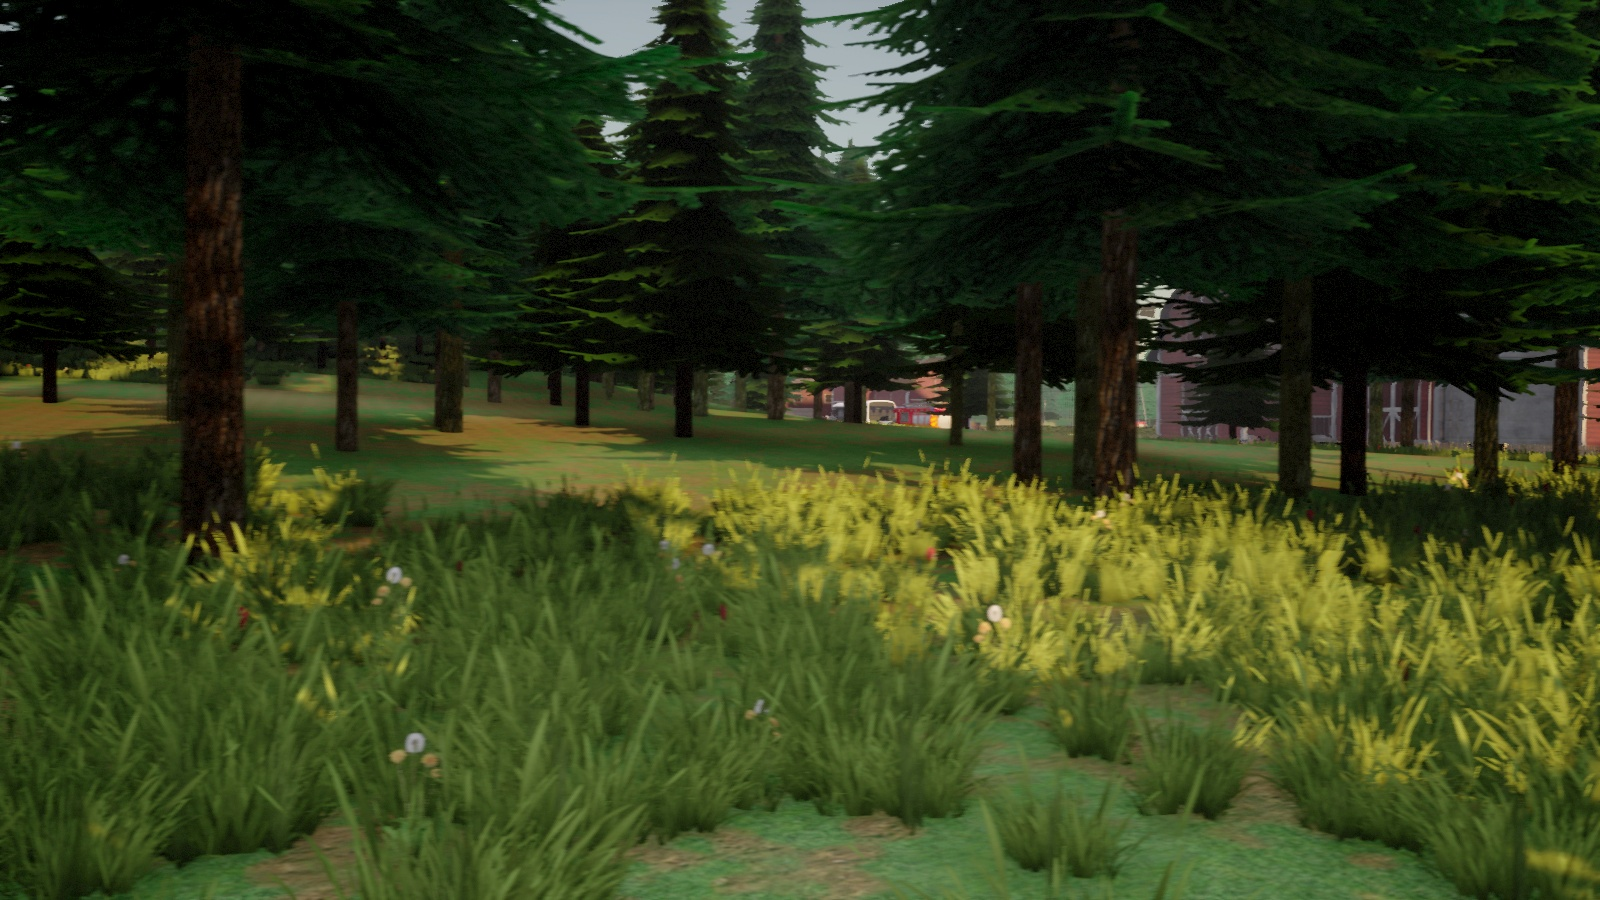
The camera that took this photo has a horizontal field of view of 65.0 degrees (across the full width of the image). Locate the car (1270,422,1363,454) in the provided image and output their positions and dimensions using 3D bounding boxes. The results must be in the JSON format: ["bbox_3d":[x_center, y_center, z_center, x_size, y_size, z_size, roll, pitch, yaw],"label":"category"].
[{"bbox_3d":[25.075,-0.594,61.127,1.816,1.474,4.193,-1,1,-20],"label":"car"}]
